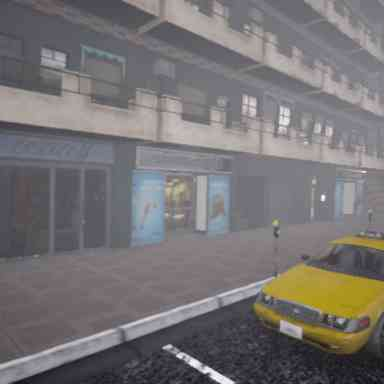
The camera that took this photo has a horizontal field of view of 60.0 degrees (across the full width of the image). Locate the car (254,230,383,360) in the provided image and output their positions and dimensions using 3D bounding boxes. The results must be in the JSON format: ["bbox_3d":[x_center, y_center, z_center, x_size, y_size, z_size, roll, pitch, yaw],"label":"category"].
[{"bbox_3d":[3.011,1.396,5.816,4.829,1.417,1.752,0,3,-43],"label":"car"}]
